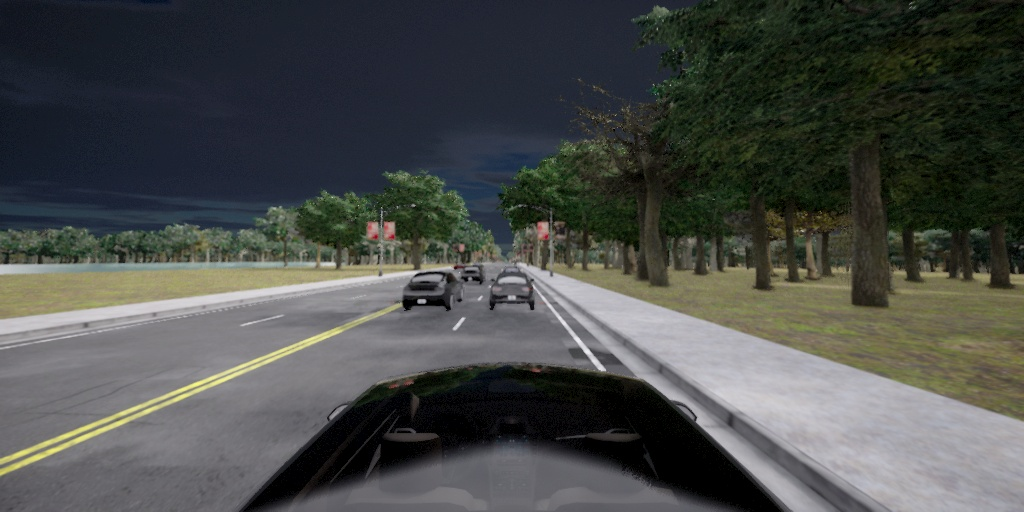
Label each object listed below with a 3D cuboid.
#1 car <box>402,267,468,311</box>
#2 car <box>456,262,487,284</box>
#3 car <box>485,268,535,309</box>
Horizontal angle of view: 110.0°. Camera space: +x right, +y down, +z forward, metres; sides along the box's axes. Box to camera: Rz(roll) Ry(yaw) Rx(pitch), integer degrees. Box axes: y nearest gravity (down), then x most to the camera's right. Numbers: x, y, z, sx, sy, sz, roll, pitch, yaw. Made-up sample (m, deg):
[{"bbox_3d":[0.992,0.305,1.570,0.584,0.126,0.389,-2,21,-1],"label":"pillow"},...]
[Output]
[{"bbox_3d":[-3.238,1.396,15.364,1.837,1.490,4.892,0,0,0],"label":"car"},{"bbox_3d":[-3.247,1.549,30.362,1.837,1.490,4.892,0,0,0],"label":"car"},{"bbox_3d":[0.017,1.419,15.764,1.812,1.442,4.674,0,0,0],"label":"car"}]
